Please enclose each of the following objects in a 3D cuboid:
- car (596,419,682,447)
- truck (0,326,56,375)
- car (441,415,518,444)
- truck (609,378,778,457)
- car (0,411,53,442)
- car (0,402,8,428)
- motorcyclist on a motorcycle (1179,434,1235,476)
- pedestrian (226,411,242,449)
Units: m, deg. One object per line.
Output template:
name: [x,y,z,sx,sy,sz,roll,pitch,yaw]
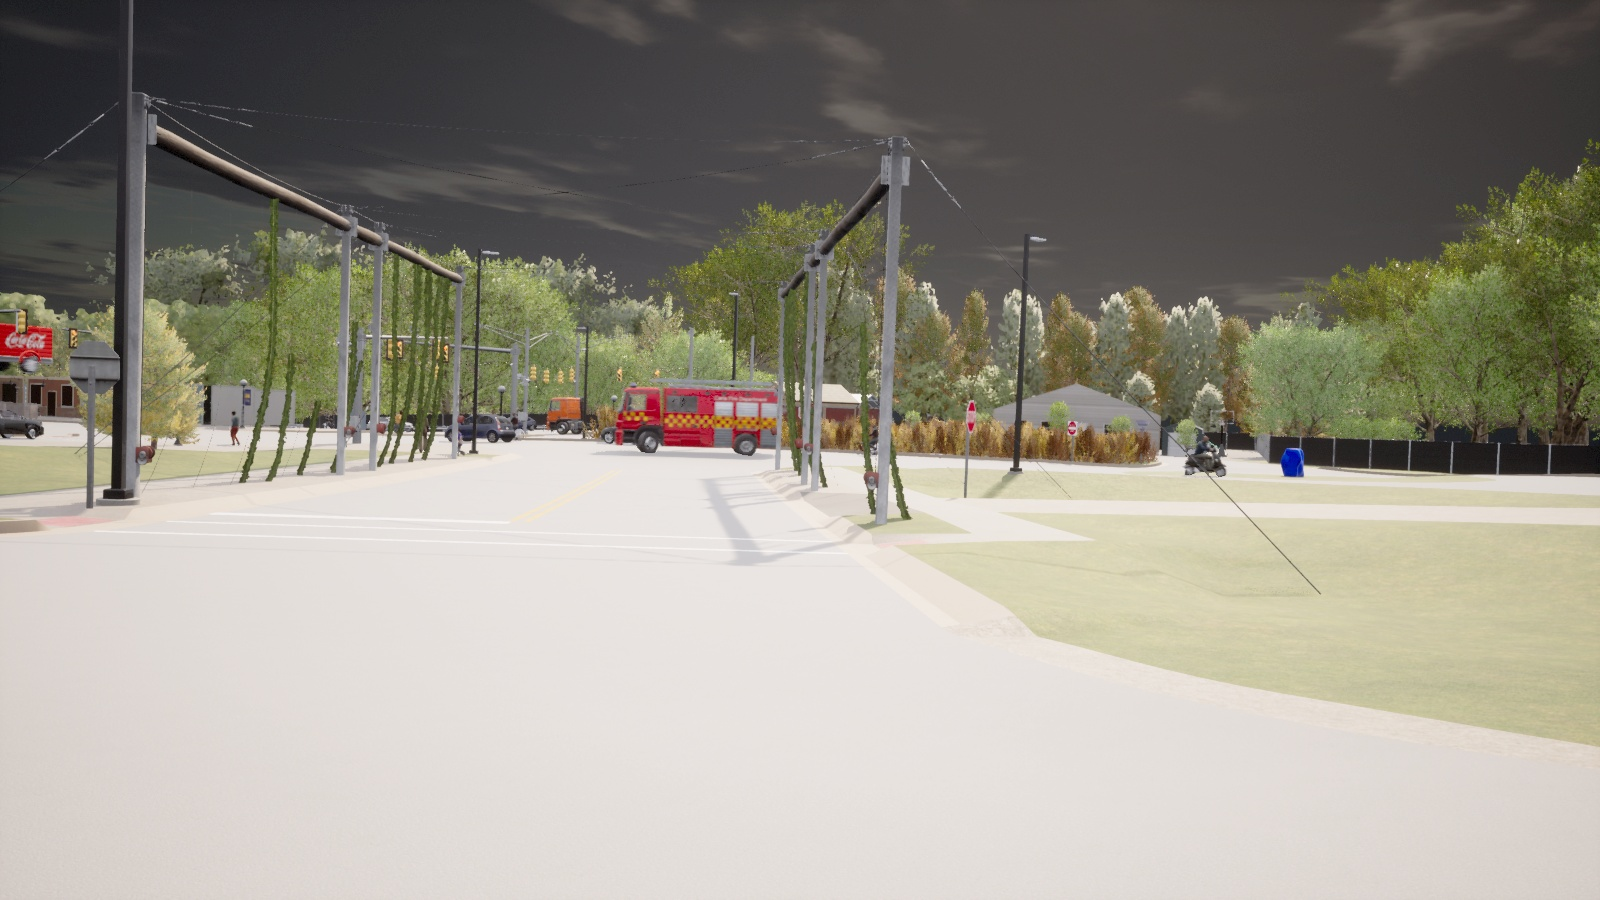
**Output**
car: [-9.378,-1.017,72.963,4.892,1.490,1.837,2,3,31]
truck: [-43.563,-5.456,67.799,2.627,2.467,5.204,5,3,21]
car: [-18.556,-1.212,72.720,3.988,1.617,1.851,1,2,20]
truck: [-5.589,-1.700,65.259,8.468,3.827,2.891,1,2,-9]
car: [-39.789,-1.177,61.953,2.128,1.511,4.902,2,1,16]
car: [-53.727,-2.290,80.725,5.027,1.651,2.152,2,2,21]
motorcyclist on a motorcycle: [15.807,0.190,48.843,1.817,1.590,0.866,2,-1,43]
pedestrian: [-28.611,-1.012,63.475,0.614,1.847,0.353,3,3,20]
